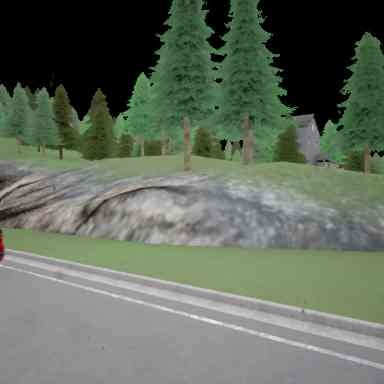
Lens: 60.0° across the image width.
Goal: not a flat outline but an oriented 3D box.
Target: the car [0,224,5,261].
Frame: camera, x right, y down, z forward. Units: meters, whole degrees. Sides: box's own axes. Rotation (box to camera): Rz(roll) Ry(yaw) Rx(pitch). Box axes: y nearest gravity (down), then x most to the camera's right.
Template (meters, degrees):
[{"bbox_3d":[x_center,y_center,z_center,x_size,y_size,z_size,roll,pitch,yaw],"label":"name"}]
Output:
[{"bbox_3d":[-7.420,1.219,9.304,5.566,2.045,2.150,0,0,36],"label":"car"}]
